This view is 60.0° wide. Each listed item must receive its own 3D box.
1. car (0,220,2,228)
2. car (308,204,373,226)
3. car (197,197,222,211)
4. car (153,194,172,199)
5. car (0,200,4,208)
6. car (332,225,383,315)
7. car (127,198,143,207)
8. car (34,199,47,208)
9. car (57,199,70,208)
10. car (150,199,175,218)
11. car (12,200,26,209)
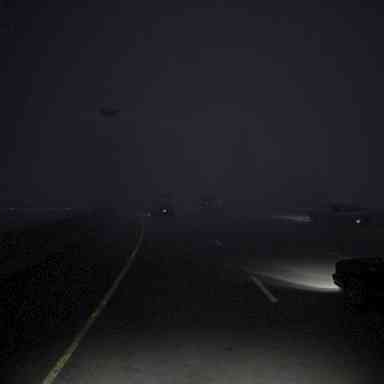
[{"bbox_3d":[-11.498,1.802,16.578,1.895,1.301,4.718,-1,0,-6],"label":"car"},{"bbox_3d":[9.530,1.451,21.880,1.895,1.301,4.718,-1,0,-8],"label":"car"},{"bbox_3d":[2.065,1.337,40.943,2.097,1.767,4.553,-1,0,-15],"label":"car"},{"bbox_3d":[-4.701,1.326,52.110,2.150,2.045,5.566,0,0,-21],"label":"car"},{"bbox_3d":[-34.928,2.117,59.859,2.033,1.411,5.357,-1,0,-26],"label":"car"},{"bbox_3d":[4.012,1.482,4.604,2.033,1.411,5.357,-1,0,-4],"label":"car"},{"bbox_3d":[-9.365,1.689,54.238,1.837,1.490,4.892,1,-1,-21],"label":"car"},{"bbox_3d":[-26.453,1.936,58.312,1.882,1.535,5.008,-1,0,-24],"label":"car"},{"bbox_3d":[-21.798,1.941,56.387,2.033,1.411,5.357,-1,0,-22],"label":"car"},{"bbox_3d":[-2.852,1.627,31.199,1.994,1.385,4.181,-1,0,-12],"label":"car"},{"bbox_3d":[-29.883,2.052,57.414,1.812,1.442,4.674,-1,0,-24],"label":"car"}]
